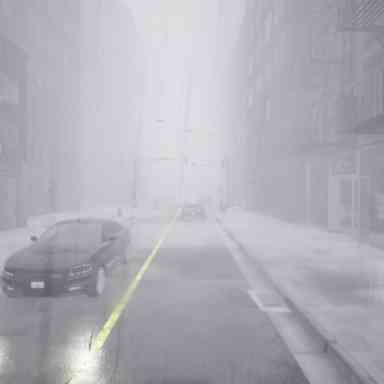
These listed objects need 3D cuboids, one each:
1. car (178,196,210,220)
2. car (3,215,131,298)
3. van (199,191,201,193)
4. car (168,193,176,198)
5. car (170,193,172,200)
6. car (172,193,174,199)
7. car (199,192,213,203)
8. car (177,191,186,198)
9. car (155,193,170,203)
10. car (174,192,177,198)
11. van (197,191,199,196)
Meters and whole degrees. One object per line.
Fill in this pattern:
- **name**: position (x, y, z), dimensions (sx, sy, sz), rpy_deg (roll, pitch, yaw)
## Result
- **car**: position (0.098, 1.334, 26.535), dimensions (2.128, 1.511, 4.902), rpy_deg (0, 0, 0)
- **car**: position (-2.849, 1.427, 8.631), dimensions (1.882, 1.535, 5.008), rpy_deg (0, 0, 0)
- **van**: position (2.641, 0.951, 63.633), dimensions (1.690, 1.788, 3.998), rpy_deg (0, 0, 0)
- **car**: position (-5.382, 0.988, 92.046), dimensions (1.947, 1.339, 4.313), rpy_deg (0, 0, 0)
- **car**: position (-5.384, 1.192, 63.635), dimensions (1.802, 1.307, 4.206), rpy_deg (0, 0, 0)
- **car**: position (-5.383, 1.139, 69.318), dimensions (1.947, 1.339, 4.313), rpy_deg (0, 0, 0)
- **car**: position (2.641, 1.197, 57.953), dimensions (2.008, 1.369, 4.403), rpy_deg (0, 0, 0)
- **car**: position (-2.744, 0.983, 86.571), dimensions (1.812, 1.442, 4.674), rpy_deg (0, 0, 0)
- **car**: position (-5.384, 1.212, 57.953), dimensions (1.947, 1.339, 4.313), rpy_deg (0, 0, 0)
- **car**: position (-5.383, 1.049, 80.682), dimensions (2.008, 1.369, 4.403), rpy_deg (0, 0, 0)
- **van**: position (2.642, 0.877, 74.998), dimensions (1.690, 1.788, 3.998), rpy_deg (0, 0, 0)
